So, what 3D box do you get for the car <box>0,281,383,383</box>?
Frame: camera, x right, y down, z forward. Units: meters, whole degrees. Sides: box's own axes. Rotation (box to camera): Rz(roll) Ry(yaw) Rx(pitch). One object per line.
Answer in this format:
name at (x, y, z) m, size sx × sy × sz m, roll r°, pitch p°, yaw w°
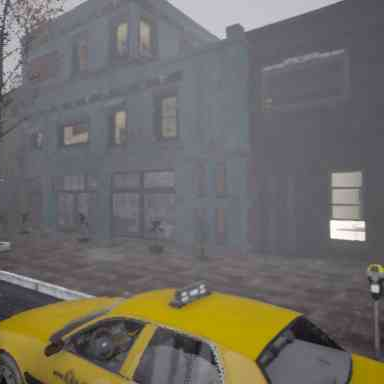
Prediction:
car at (-0.232, 1.524, 3.123) m, size 4.829 × 1.417 × 1.752 m, roll 0°, pitch 0°, yaw 35°
